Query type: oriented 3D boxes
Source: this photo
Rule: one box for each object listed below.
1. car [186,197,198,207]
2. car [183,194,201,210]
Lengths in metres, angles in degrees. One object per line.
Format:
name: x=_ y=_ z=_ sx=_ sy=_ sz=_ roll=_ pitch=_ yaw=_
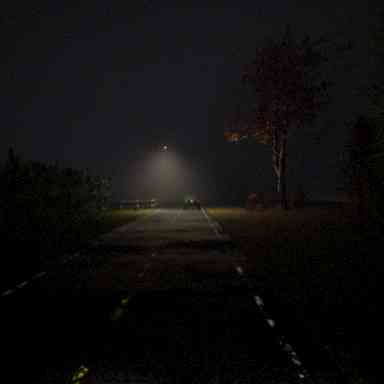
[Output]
car: x=-0.011 y=1.528 z=54.052 sx=1.837 sy=1.490 sz=4.892 roll=0 pitch=0 yaw=0
car: x=-0.010 y=1.230 z=43.604 sx=2.150 sy=2.045 sz=5.566 roll=0 pitch=0 yaw=0
